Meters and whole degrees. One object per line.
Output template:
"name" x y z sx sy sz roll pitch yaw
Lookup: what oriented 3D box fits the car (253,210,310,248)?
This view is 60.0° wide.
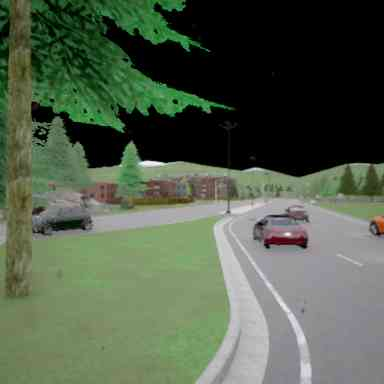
"car" 4.182 1.811 16.170 1.994 1.385 4.181 0 -1 3

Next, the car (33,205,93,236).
"car" -8.611 1.741 21.299 2.097 1.767 4.553 -1 -1 30

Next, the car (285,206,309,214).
"car" 9.525 1.977 30.286 1.812 1.442 4.674 -1 -1 12

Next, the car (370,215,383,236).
"car" 11.232 1.585 17.331 2.097 1.767 4.553 0 -1 3
